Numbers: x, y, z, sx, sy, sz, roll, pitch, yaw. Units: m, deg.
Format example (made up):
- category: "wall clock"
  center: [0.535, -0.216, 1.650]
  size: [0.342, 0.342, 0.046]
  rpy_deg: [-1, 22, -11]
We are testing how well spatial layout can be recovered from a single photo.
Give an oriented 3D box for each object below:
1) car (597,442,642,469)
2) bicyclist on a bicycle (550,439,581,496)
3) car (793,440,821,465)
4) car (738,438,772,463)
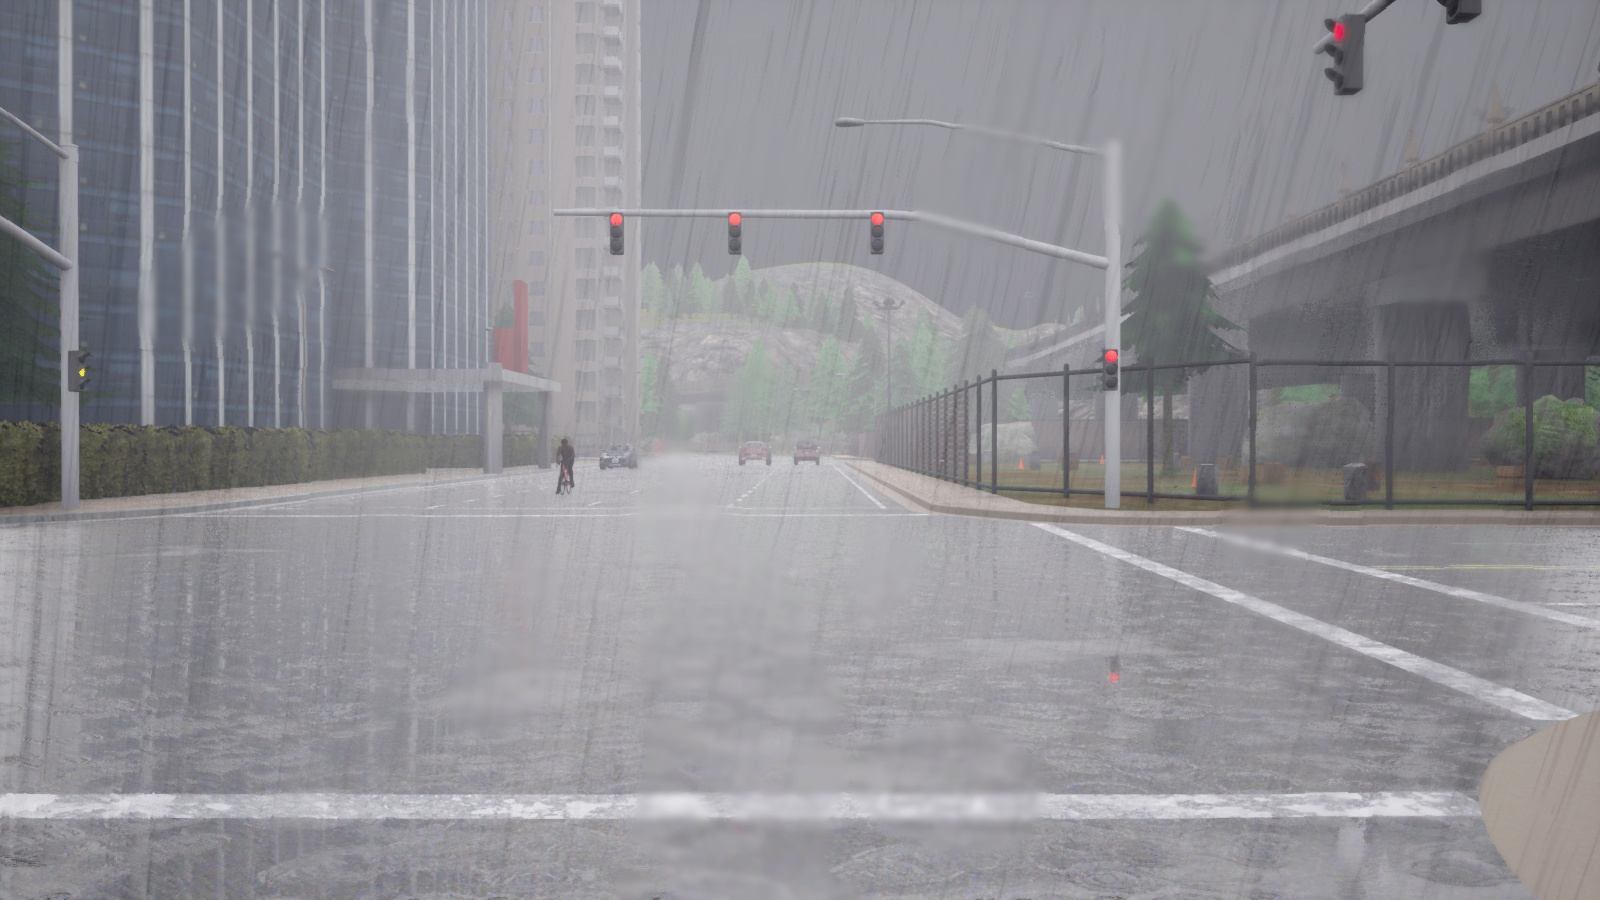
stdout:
- category: "car"
  center: [-10.116, 0.306, 70.498]
  size: [1.970, 1.475, 3.806]
  rpy_deg: [0, 0, 0]
- category: "bicyclist on a bicycle"
  center: [-6.795, 0.488, 36.405]
  size: [0.582, 1.620, 1.656]
  rpy_deg: [0, 1, 0]
- category: "car"
  center: [0.474, 0.158, 86.290]
  size: [1.851, 1.617, 3.988]
  rpy_deg: [0, 0, 0]
- category: "car"
  center: [-3.036, 0.039, 85.718]
  size: [2.152, 1.651, 5.027]
  rpy_deg: [0, 0, 0]
